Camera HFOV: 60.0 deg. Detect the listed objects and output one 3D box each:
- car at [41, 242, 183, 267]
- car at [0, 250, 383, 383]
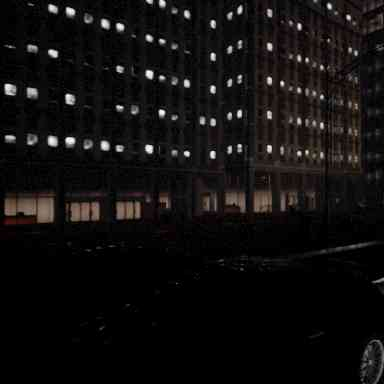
[{"bbox_3d":[-1.505,1.573,5.489,4.313,1.339,1.947,0,0,-36],"label":"car"},{"bbox_3d":[0.460,1.535,3.707,4.674,1.442,1.812,0,0,-35],"label":"car"}]
